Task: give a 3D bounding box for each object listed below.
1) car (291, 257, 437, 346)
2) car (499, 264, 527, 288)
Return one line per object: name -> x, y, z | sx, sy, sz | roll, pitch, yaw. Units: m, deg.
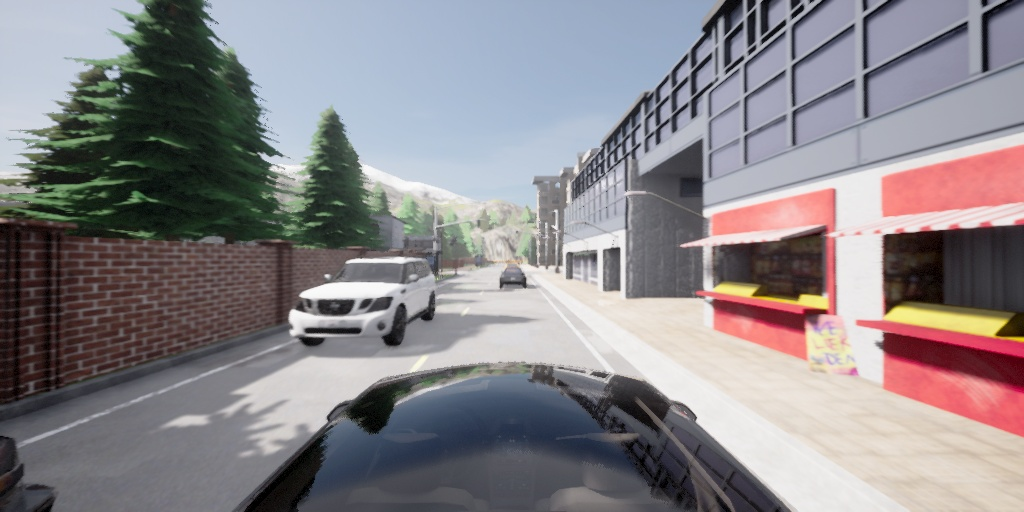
car -> -3.593, 1.035, 9.949 | 2.150, 2.045, 5.566 | 0, 0, 0
car -> 0.074, 1.501, 26.150 | 1.994, 1.385, 4.181 | 0, 0, 0
